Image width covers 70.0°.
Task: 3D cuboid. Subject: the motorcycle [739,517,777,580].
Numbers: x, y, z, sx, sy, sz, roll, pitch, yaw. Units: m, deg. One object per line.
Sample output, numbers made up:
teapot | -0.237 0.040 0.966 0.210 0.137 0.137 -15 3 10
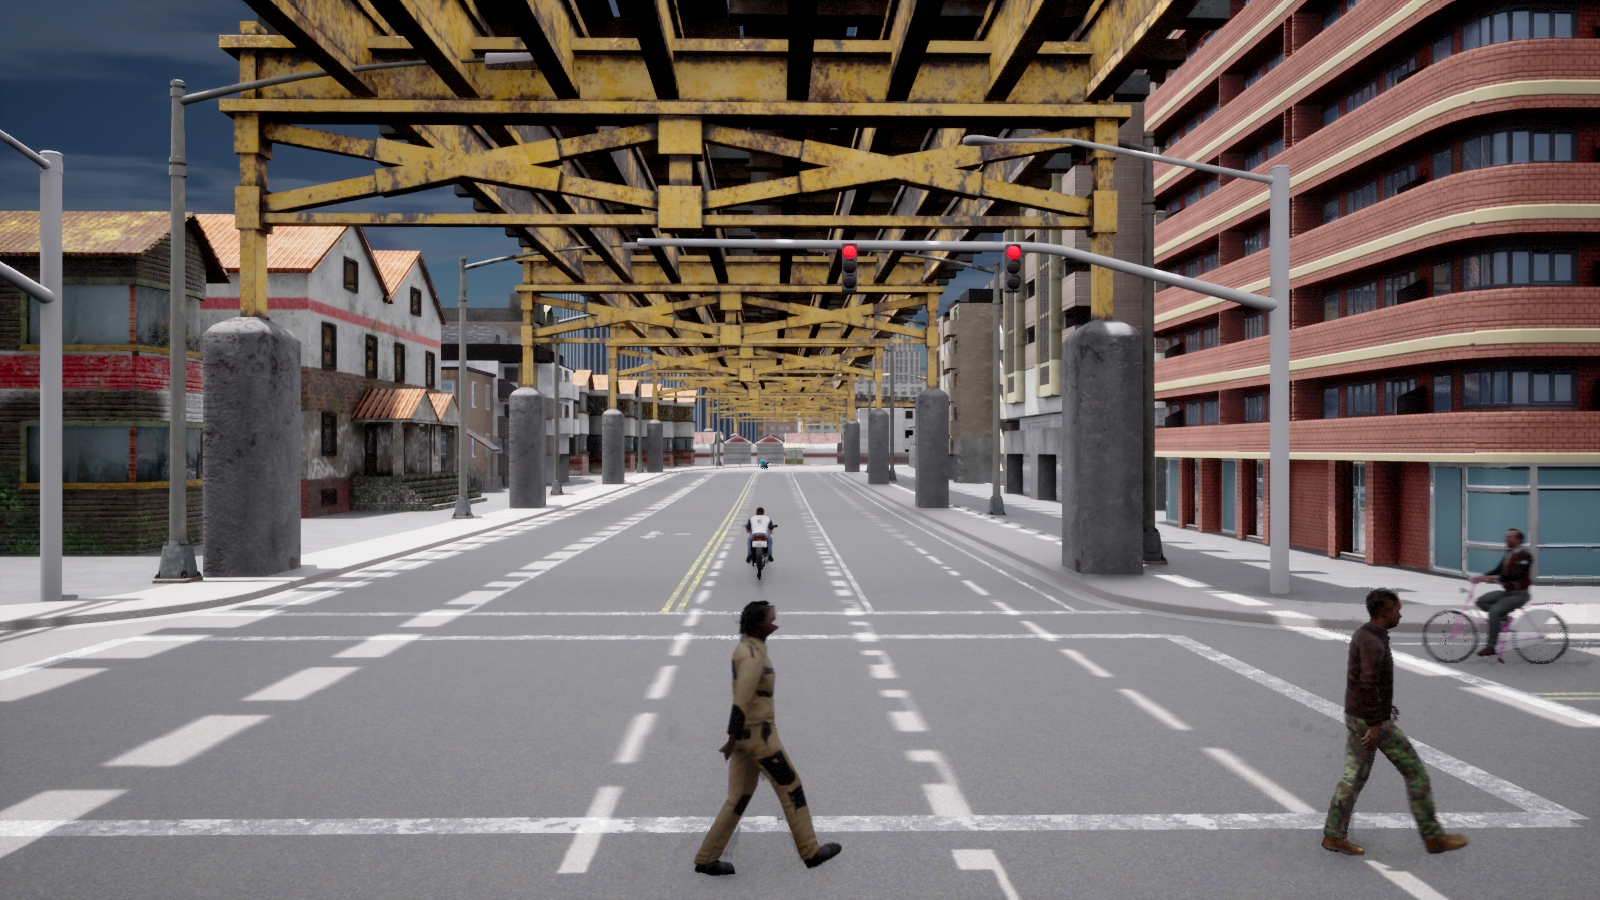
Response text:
motorcycle | -0.913 2.173 25.469 0.803 1.224 2.033 0 0 -1

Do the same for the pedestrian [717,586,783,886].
pedestrian | -0.333 1.848 7.495 0.375 1.860 0.375 0 0 -12

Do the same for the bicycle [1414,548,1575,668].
bicycle | 9.031 2.048 14.876 1.835 1.496 0.329 0 -1 4

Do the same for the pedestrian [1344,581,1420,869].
pedestrian | 3.962 1.848 7.797 0.375 1.860 0.375 0 0 12
